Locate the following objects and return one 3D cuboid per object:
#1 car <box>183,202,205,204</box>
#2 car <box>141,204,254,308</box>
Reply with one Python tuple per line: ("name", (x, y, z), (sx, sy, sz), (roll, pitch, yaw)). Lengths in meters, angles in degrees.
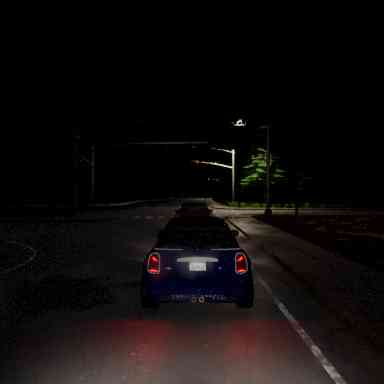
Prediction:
("car", (0.106, 1.338, 18.181), (2.097, 1.767, 4.553), (0, 0, 0))
("car", (0.101, 1.347, 8.060), (2.097, 1.767, 4.553), (0, 0, 0))
